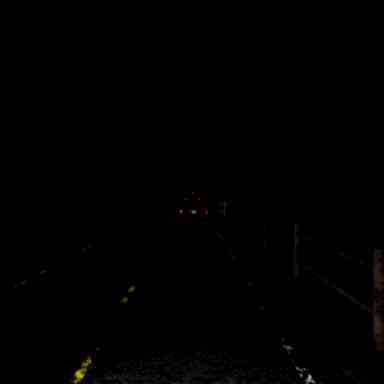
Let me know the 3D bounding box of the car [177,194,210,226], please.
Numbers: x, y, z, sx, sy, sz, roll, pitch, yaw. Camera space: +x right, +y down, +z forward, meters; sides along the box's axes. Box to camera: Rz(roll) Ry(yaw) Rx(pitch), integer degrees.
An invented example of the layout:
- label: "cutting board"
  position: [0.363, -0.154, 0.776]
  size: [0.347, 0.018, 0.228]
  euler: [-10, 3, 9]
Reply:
- label: "car"
  position: [0.107, 1.257, 22.506]
  size: [2.097, 1.767, 4.553]
  euler: [0, 0, 0]

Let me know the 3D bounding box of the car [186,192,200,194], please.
- label: "car"
  position: [0.109, 1.046, 40.485]
  size: [2.150, 2.045, 5.566]
  euler: [0, 1, 0]
